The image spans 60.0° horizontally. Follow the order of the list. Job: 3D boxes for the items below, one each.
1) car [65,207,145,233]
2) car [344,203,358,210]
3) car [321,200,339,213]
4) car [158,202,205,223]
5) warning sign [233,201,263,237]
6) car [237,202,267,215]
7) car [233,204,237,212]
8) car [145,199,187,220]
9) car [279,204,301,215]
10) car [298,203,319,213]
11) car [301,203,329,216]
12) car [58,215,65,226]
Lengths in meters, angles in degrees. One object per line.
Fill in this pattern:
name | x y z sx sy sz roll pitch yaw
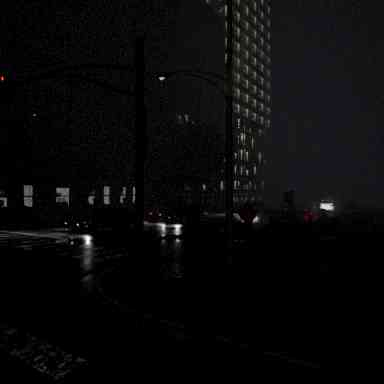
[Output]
car | -5.681 1.805 22.413 1.837 1.490 4.892 0 -1 33
car | 31.480 2.837 65.732 1.812 1.442 4.674 0 -1 33
car | 21.914 2.254 53.003 2.150 2.045 5.566 0 -1 33
car | -0.624 1.972 30.247 1.837 1.490 4.892 0 -1 33
warning sign | 3.109 1.454 18.570 1.300 1.860 1.060 1 1 33
car | 8.285 2.113 44.013 2.097 1.767 4.553 0 -1 33
car | 6.946 2.404 47.913 1.895 1.301 4.718 0 -1 33
car | -2.386 1.717 33.511 2.150 2.045 5.566 0 -1 33
car | 13.630 2.395 46.075 2.033 1.411 5.357 0 -1 33
car | 19.164 2.576 54.737 2.033 1.411 5.357 0 -1 33
car | 16.496 2.456 44.519 1.895 1.301 4.718 0 -1 33
car | -7.697 1.921 25.279 1.895 1.301 4.718 0 -1 33
